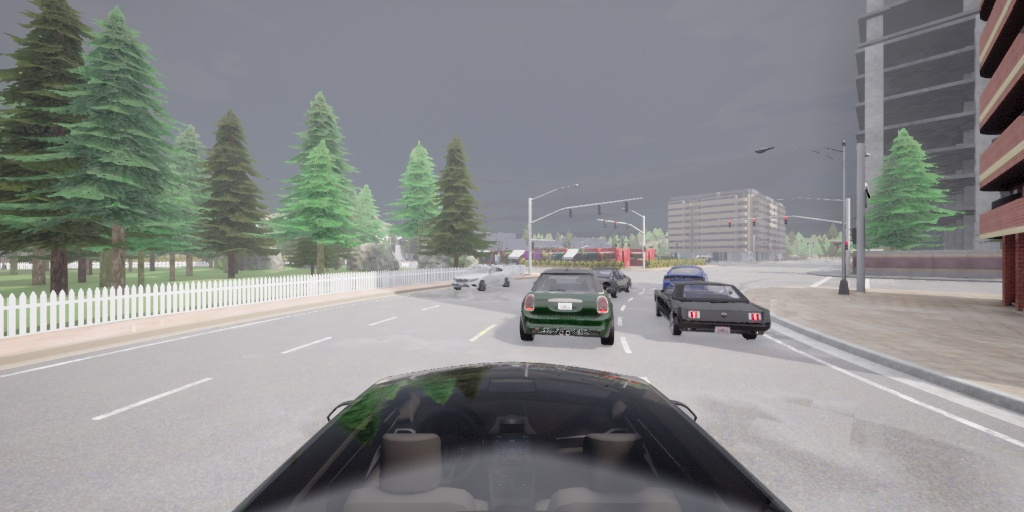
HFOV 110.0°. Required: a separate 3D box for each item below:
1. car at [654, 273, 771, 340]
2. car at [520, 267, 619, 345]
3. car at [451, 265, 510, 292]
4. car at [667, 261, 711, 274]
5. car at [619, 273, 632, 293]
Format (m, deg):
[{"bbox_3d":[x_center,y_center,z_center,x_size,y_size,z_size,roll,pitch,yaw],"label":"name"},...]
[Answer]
[{"bbox_3d":[5.227,1.351,10.092,1.895,1.301,4.718,0,0,14],"label":"car"},{"bbox_3d":[1.598,1.102,9.792,2.097,1.767,4.553,0,0,12],"label":"car"},{"bbox_3d":[-1.713,1.277,21.630,1.812,1.442,4.674,0,0,27],"label":"car"},{"bbox_3d":[9.082,1.228,18.605,1.882,1.535,5.008,0,0,30],"label":"car"},{"bbox_3d":[4.827,1.297,18.552,2.033,1.411,5.357,0,0,29],"label":"car"}]
